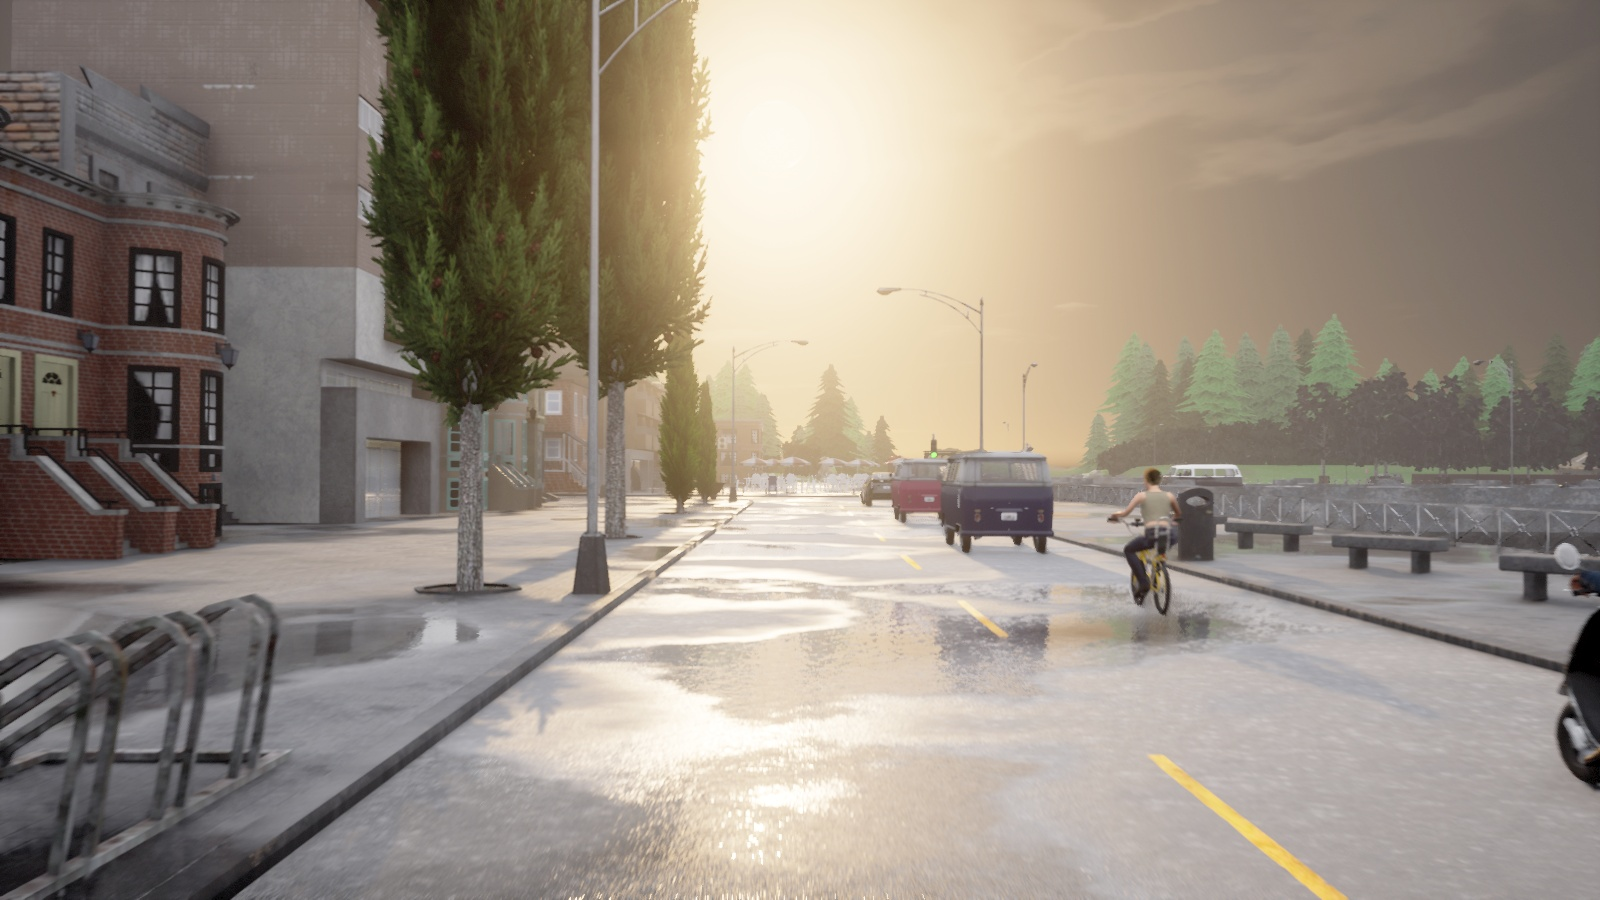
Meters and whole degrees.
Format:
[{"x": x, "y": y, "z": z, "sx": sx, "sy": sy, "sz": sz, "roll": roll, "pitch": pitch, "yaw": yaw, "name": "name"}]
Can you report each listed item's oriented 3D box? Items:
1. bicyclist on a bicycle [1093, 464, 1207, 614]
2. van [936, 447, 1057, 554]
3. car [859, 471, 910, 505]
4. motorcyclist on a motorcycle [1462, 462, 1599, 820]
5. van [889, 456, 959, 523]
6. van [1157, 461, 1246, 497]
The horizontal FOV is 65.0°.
[{"x": 3.957, "y": 0.975, "z": 14.332, "sx": 0.866, "sy": 1.612, "sz": 1.509, "roll": 0, "pitch": -1, "yaw": 0, "name": "bicyclist on a bicycle"}, {"x": 3.931, "y": 0.984, "z": 25.796, "sx": 1.775, "sy": 1.987, "sz": 4.442, "roll": 0, "pitch": -1, "yaw": 0, "name": "van"}, {"x": 3.848, "y": 1.716, "z": 57.916, "sx": 2.007, "sy": 1.525, "sz": 4.514, "roll": 0, "pitch": -1, "yaw": 0, "name": "car"}, {"x": 3.983, "y": 0.849, "z": 5.805, "sx": 0.866, "sy": 1.590, "sz": 1.817, "roll": 0, "pitch": -1, "yaw": 0, "name": "motorcyclist on a motorcycle"}, {"x": 3.895, "y": 1.222, "z": 40.026, "sx": 1.775, "sy": 1.987, "sz": 4.442, "roll": 0, "pitch": -1, "yaw": 0, "name": "van"}, {"x": 23.346, "y": 1.669, "z": 73.189, "sx": 4.480, "sy": 2.038, "sz": 2.069, "roll": 0, "pitch": -1, "yaw": 0, "name": "van"}]
